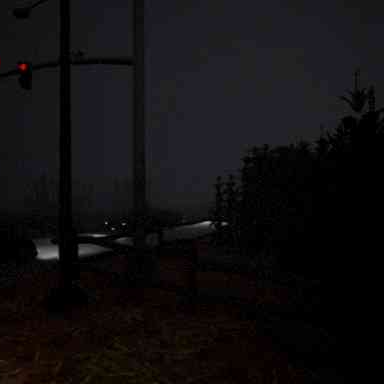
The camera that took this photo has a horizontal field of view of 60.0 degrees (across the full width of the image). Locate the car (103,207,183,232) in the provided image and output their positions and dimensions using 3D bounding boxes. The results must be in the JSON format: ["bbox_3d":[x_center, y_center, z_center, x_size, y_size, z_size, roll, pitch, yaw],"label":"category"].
[{"bbox_3d":[-2.737,1.609,20.109,2.033,1.411,5.357,0,0,35],"label":"car"}]

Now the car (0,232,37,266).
[{"bbox_3d":[-6.212,1.568,8.931,1.812,1.442,4.674,-2,0,7],"label":"car"}]
